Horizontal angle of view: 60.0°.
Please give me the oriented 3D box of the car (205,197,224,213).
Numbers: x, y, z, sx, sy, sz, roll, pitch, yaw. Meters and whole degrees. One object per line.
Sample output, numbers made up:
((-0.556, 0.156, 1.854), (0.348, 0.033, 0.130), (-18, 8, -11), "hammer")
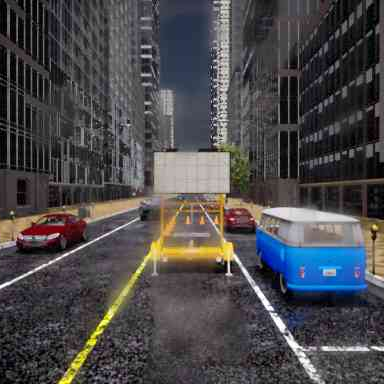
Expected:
((2.680, 1.581, 36.808), (1.802, 1.307, 4.206), (0, 0, 0), "car")

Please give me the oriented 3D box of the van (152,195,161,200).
((-5.704, 1.328, 53.887), (1.690, 1.788, 3.998), (0, 0, 0), "van")

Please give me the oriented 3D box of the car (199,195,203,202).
((2.676, 1.538, 53.886), (2.008, 1.369, 4.403), (0, 0, 0), "car")

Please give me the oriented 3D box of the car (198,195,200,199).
((2.673, 1.410, 65.271), (1.967, 1.590, 4.097), (0, 0, 0), "car")

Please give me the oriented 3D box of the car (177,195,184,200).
((-3.025, 1.422, 88.500), (2.128, 1.511, 4.902), (0, 0, 0), "car")

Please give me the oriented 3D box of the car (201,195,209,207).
((2.678, 1.544, 48.193), (2.008, 1.369, 4.403), (0, 0, 0), "car")

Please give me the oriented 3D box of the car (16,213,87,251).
((-5.695, 1.582, 14.039), (1.802, 1.307, 4.206), (0, 0, 0), "car")

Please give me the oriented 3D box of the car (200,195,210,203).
((2.672, 1.401, 70.963), (1.967, 1.590, 4.097), (0, 0, 0), "car")

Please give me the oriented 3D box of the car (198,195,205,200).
((2.666, 1.462, 93.733), (1.887, 1.381, 4.507), (0, 0, 0), "car")

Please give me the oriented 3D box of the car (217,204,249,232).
((2.685, 1.581, 19.731), (1.802, 1.307, 4.206), (0, 0, 0), "car")

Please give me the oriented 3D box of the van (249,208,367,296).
((2.688, 1.341, 8.347), (1.690, 1.788, 3.998), (0, 0, 0), "van")

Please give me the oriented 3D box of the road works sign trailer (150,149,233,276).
((-0.003, 0.464, 10.365), (2.380, 3.560, 2.880), (0, 0, 0), "road works sign trailer")

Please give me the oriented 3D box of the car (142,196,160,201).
((-5.702, 1.548, 42.502), (2.008, 1.369, 4.403), (0, 0, 0), "car")

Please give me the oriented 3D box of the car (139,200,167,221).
((-3.108, 1.600, 27.442), (1.895, 1.301, 4.718), (0, 0, 0), "car")
